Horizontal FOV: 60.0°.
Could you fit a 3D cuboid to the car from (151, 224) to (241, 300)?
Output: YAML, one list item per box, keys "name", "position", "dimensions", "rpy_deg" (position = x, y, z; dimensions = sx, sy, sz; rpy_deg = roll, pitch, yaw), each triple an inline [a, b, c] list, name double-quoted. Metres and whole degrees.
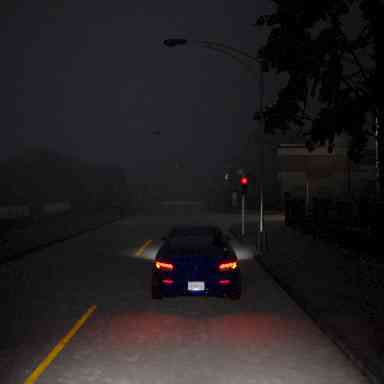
- name: "car"
  position: [0.101, 1.526, 8.285]
  dimensions: [1.812, 1.442, 4.674]
  rpy_deg: [0, 0, 1]
